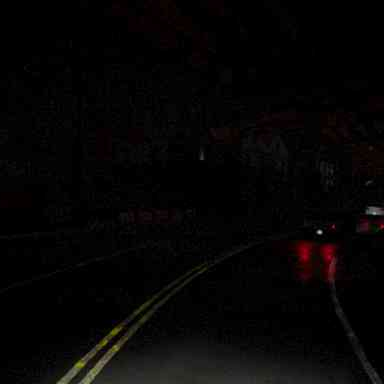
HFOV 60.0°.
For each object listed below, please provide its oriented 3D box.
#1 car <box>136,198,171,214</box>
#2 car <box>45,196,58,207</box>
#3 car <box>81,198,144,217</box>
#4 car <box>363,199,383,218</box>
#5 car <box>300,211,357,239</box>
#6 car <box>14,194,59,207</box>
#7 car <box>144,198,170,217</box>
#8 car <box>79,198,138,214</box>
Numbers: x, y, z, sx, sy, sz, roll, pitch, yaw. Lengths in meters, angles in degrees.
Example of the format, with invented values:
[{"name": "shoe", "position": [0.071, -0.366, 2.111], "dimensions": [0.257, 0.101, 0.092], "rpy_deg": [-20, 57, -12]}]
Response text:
[{"name": "car", "position": [-3.515, 1.206, 29.783], "dimensions": [1.853, 1.218, 4.536], "rpy_deg": [1, 0, -23]}, {"name": "car", "position": [-20.282, 0.971, 43.597], "dimensions": [4.536, 1.218, 1.853], "rpy_deg": [1, 0, 2]}, {"name": "car", "position": [-7.028, 1.321, 28.532], "dimensions": [4.974, 1.542, 2.038], "rpy_deg": [1, 0, 7]}, {"name": "car", "position": [17.609, 1.705, 31.442], "dimensions": [1.812, 1.442, 4.674], "rpy_deg": [1, 0, 37]}, {"name": "car", "position": [7.482, 1.670, 17.872], "dimensions": [1.895, 1.301, 4.718], "rpy_deg": [1, 0, 36]}, {"name": "car", "position": [-20.336, 1.128, 43.598], "dimensions": [4.974, 1.542, 2.038], "rpy_deg": [1, 0, 2]}, {"name": "car", "position": [-3.496, 1.364, 29.735], "dimensions": [2.038, 1.542, 4.974], "rpy_deg": [1, 0, -23]}, {"name": "car", "position": [-7.077, 1.163, 28.538], "dimensions": [4.536, 1.218, 1.853], "rpy_deg": [1, 0, 7]}]
